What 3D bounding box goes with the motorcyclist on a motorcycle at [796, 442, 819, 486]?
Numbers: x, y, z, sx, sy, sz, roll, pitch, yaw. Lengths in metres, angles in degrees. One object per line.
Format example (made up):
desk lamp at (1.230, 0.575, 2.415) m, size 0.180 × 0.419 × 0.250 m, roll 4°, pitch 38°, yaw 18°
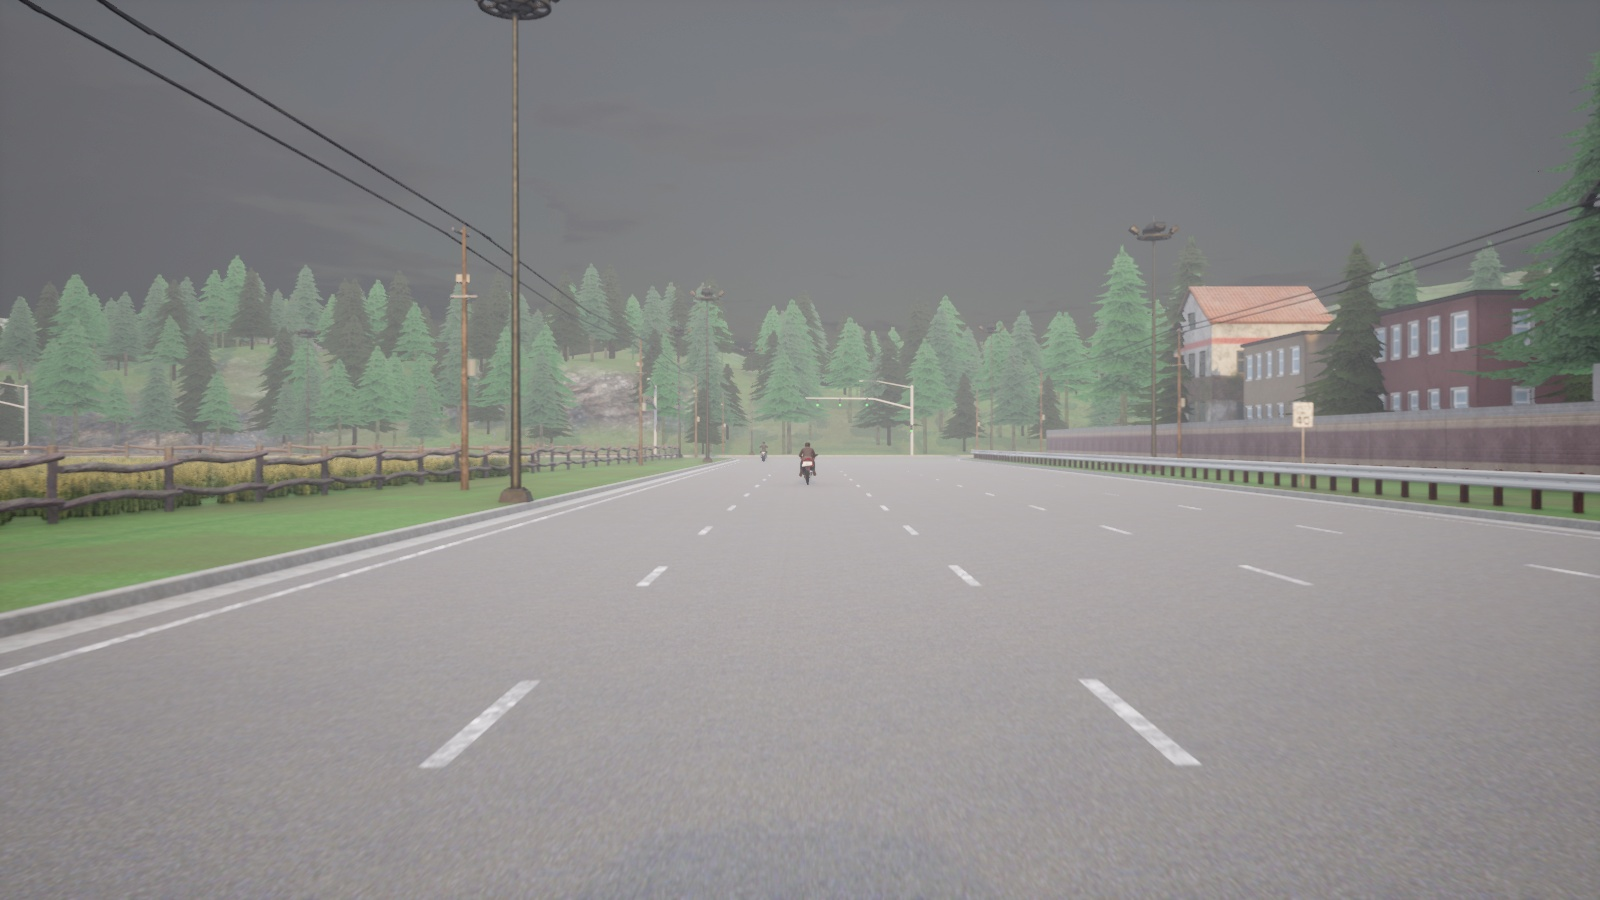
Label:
motorcyclist on a motorcycle at (0.271, 0.476, 44.836) m, size 0.797 × 1.523 × 2.044 m, roll 0°, pitch 0°, yaw 0°
